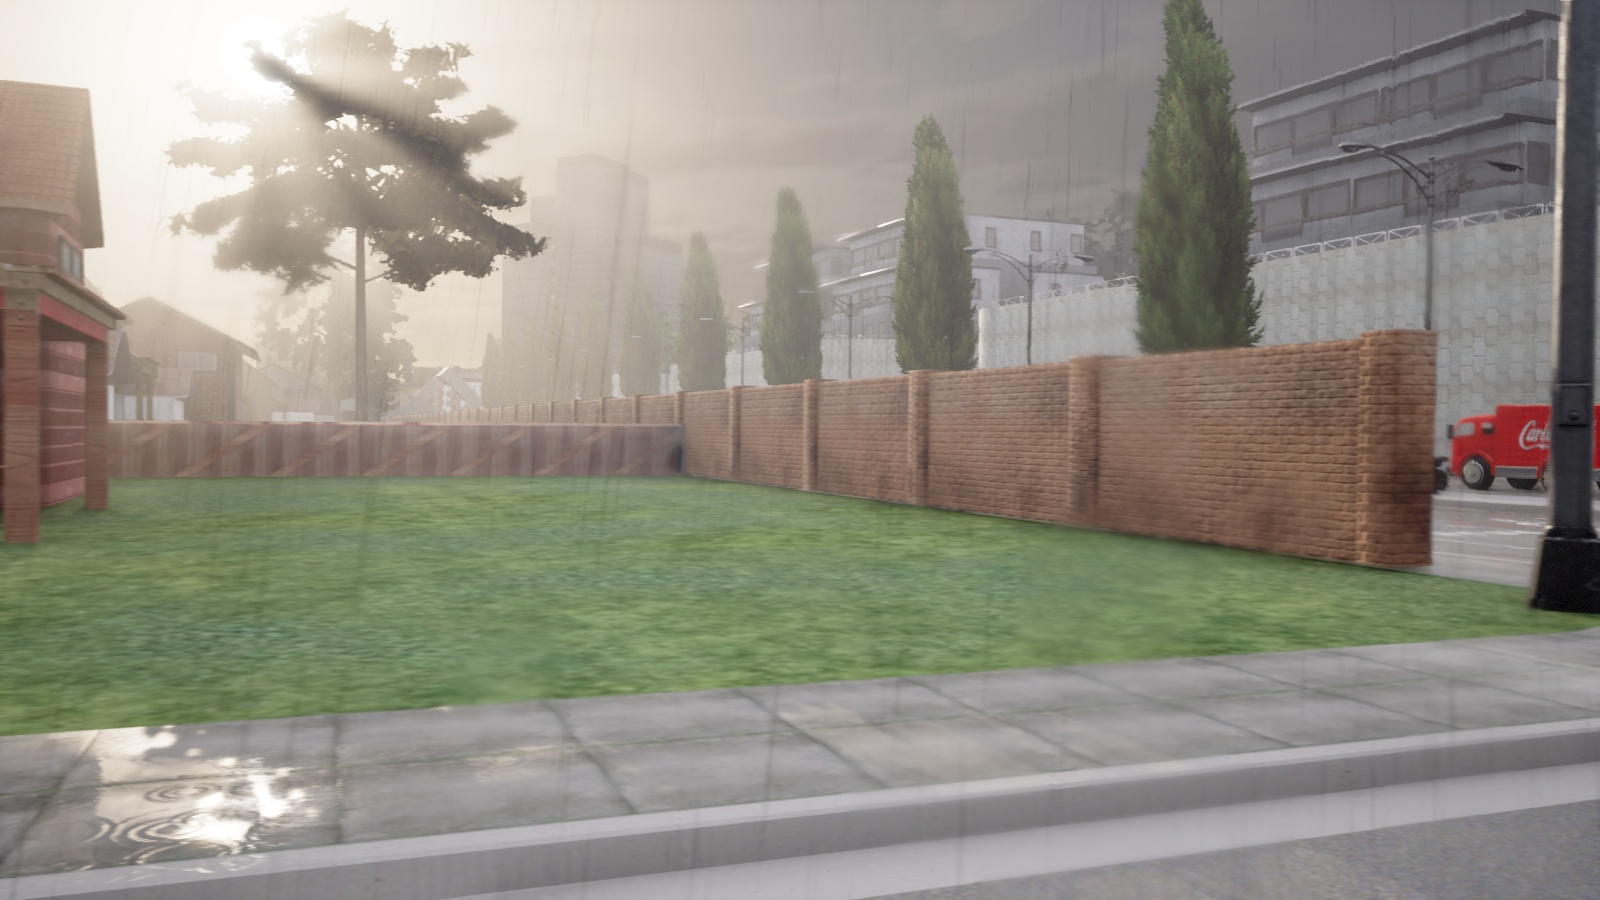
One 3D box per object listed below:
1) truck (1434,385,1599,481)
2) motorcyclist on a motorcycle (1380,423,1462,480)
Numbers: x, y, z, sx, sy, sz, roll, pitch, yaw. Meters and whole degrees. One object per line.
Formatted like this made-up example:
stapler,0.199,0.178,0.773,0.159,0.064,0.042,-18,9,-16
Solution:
truck,20.991,-0.491,35.308,2.627,2.467,5.204,-1,1,-21
motorcyclist on a motorcycle,17.322,0.021,35.098,0.797,1.523,2.044,-1,1,-21
